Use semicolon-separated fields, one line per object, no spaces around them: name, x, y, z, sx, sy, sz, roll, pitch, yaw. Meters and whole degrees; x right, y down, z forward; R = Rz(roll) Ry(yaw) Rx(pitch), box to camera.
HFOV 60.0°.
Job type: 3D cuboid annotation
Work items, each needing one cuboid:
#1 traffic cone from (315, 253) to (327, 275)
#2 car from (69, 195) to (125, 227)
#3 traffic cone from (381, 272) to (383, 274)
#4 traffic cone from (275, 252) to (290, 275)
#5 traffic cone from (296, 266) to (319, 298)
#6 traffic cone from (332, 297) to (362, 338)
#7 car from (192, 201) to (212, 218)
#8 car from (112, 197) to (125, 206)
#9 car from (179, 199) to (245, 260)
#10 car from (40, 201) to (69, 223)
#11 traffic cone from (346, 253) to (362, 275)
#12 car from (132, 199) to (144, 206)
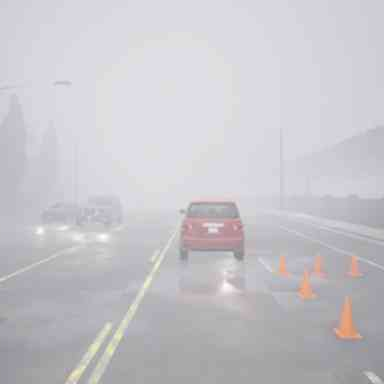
traffic cone;3.544;1.999;9.329;0.340;0.580;0.340;0;0;1
car;-6.374;1.252;23.417;2.150;2.045;5.566;0;0;1
traffic cone;5.543;2.010;9.301;0.340;0.580;0.340;0;0;1
traffic cone;2.544;1.994;9.343;0.340;0.580;0.340;0;0;1
traffic cone;2.516;1.989;7.343;0.340;0.580;0.340;0;0;1
traffic cone;2.488;1.983;5.343;0.340;0.580;0.340;0;0;1
car;0.930;1.618;32.034;1.812;1.442;4.674;0;0;0
car;-14.464;1.934;65.294;2.097;1.767;4.553;1;-2;-17
car;0.682;1.260;12.777;2.150;2.045;5.566;0;0;1
car;-9.858;1.496;25.649;1.882;1.535;5.008;0;0;1
traffic cone;4.543;2.005;9.315;0.340;0.580;0.340;0;0;1
car;-10.499;2.095;64.426;2.033;1.411;5.357;1;-2;-16
